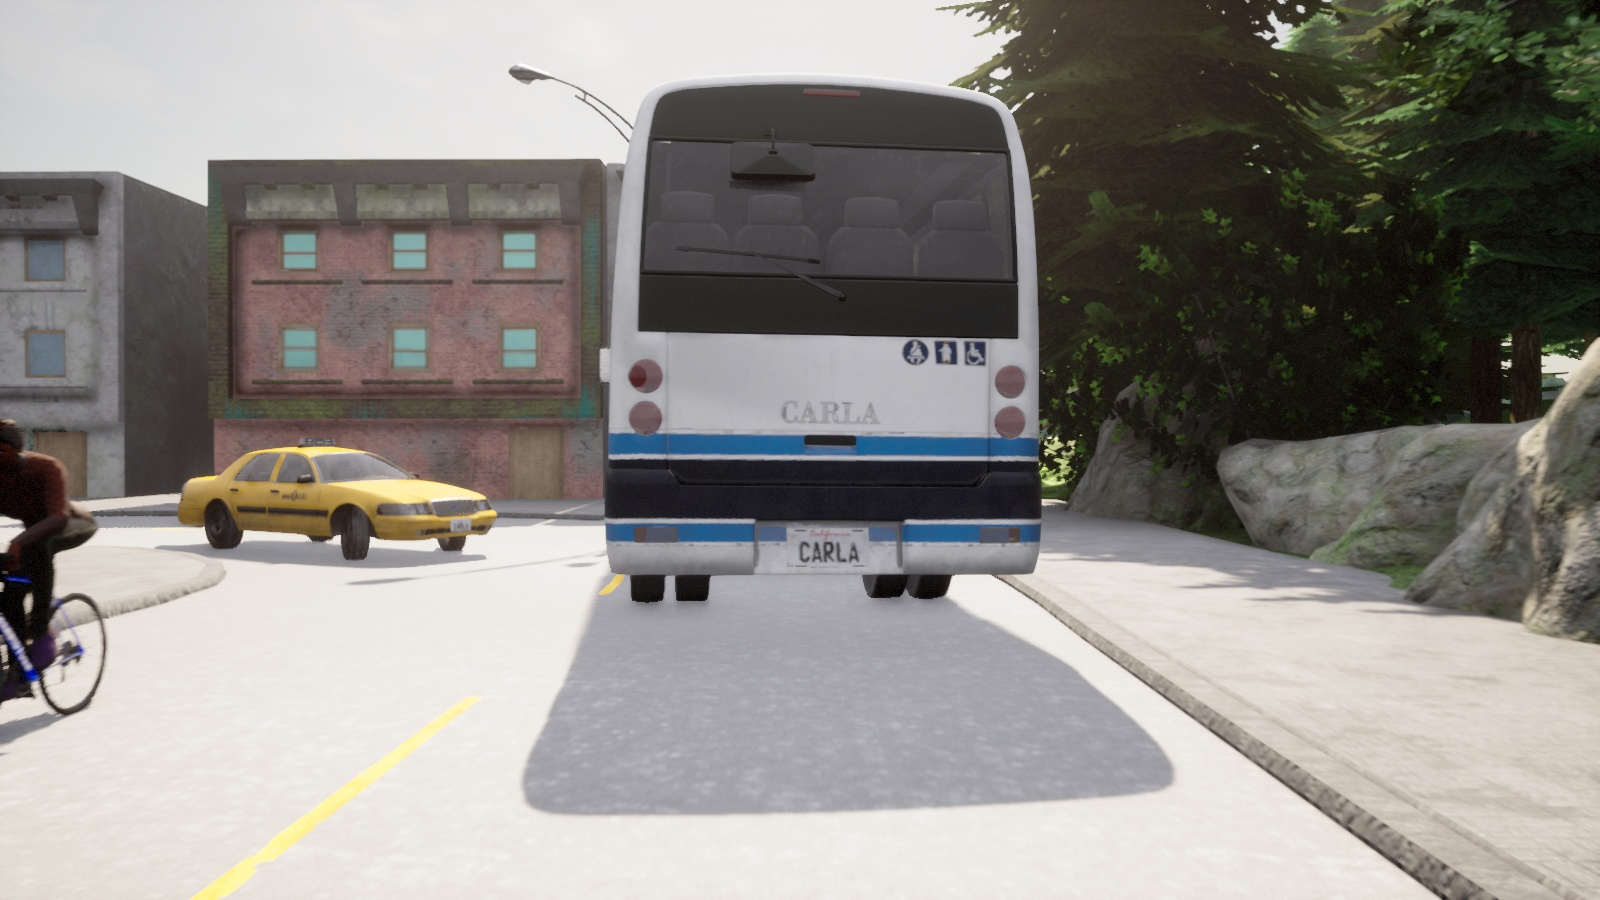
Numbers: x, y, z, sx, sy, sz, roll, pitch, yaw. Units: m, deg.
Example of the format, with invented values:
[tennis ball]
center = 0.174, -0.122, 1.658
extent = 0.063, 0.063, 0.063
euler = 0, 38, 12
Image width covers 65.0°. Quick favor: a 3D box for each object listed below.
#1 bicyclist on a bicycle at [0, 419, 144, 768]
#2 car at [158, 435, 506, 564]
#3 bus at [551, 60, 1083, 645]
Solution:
[bicyclist on a bicycle]
center = -4.006, 0.661, 6.303
extent = 0.582, 1.620, 1.656
euler = 0, 1, -1
[car]
center = -6.638, 0.583, 17.508
extent = 5.366, 1.575, 1.801
euler = 0, 1, 35
[bus]
center = -0.425, -0.711, 14.457
extent = 3.944, 4.253, 10.273
euler = 1, 0, -7
